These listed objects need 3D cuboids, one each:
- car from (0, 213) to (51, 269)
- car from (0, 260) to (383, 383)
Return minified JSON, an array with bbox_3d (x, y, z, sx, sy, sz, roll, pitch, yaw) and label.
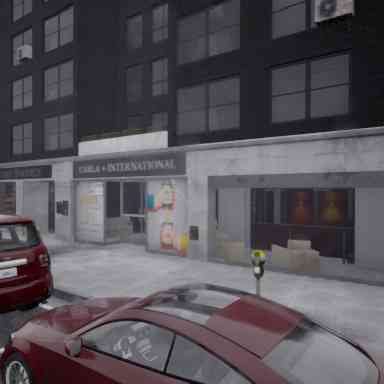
[{"bbox_3d":[-4.743,1.314,6.440,5.009,1.841,2.192,0,0,35],"label":"car"},{"bbox_3d":[-0.128,1.582,3.163,4.206,1.307,1.802,0,0,35],"label":"car"}]
